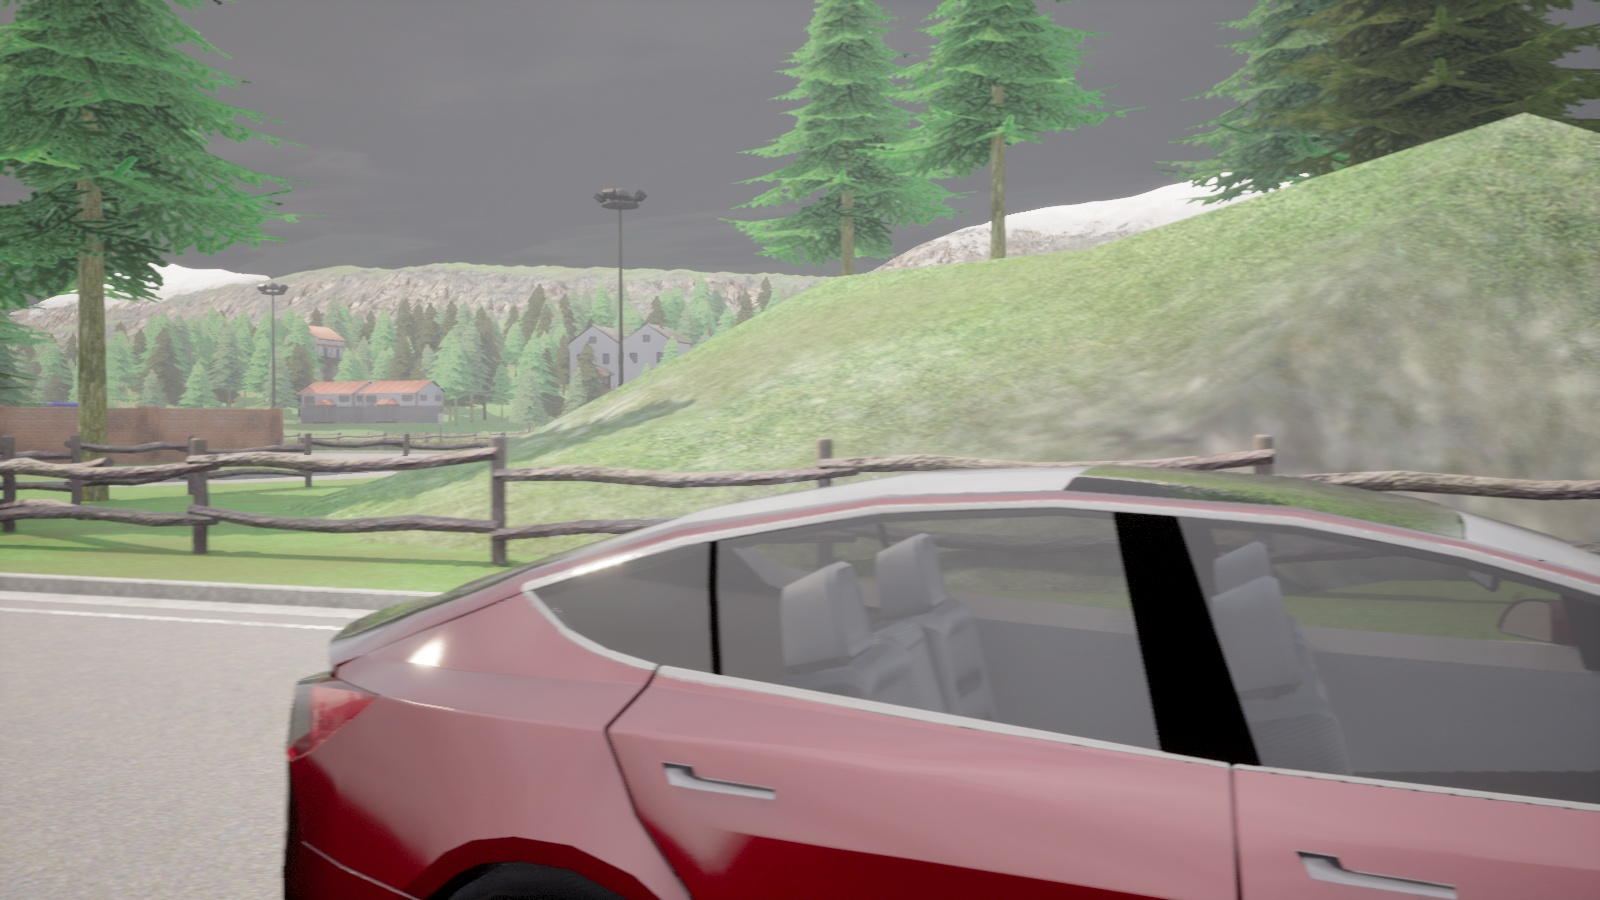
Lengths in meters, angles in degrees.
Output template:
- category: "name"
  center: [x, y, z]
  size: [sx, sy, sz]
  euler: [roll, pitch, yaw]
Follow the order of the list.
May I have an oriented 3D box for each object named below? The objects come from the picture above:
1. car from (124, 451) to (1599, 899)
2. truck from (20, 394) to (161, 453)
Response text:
- category: "car"
  center: [1.269, 0.786, 2.766]
  size: [4.792, 1.488, 2.163]
  euler: [1, 1, 19]
- category: "truck"
  center: [-43.221, -1.624, 76.509]
  size: [7.936, 3.462, 2.891]
  euler: [1, 1, 19]
